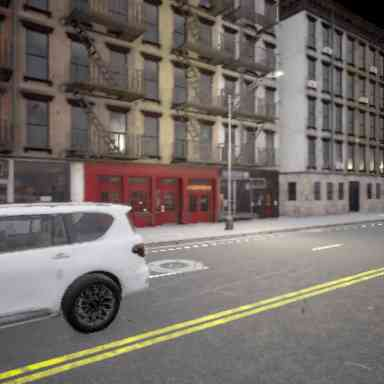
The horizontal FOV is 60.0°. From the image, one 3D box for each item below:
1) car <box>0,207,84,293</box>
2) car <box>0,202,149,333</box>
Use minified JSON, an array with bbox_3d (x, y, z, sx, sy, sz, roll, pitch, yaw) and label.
[{"bbox_3d":[-5.196,1.352,7.962,4.553,1.767,2.097,0,0,-35],"label":"car"},{"bbox_3d":[-3.400,1.220,5.254,5.566,2.045,2.150,0,0,-36],"label":"car"}]
